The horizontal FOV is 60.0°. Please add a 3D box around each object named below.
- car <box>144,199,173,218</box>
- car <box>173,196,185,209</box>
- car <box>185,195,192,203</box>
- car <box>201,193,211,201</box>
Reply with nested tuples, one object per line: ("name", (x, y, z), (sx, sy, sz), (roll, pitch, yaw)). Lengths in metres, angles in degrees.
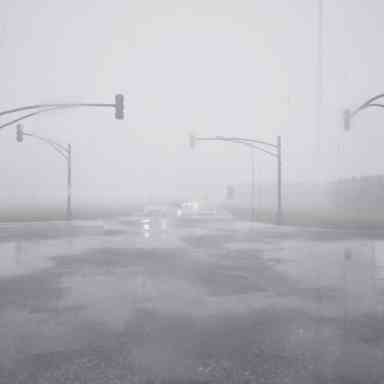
("car", (-3.072, 1.526, 29.939), (1.812, 1.442, 4.674), (0, 0, 2))
("car", (-2.406, 1.596, 46.172), (1.895, 1.301, 4.718), (0, 0, 3))
("car", (-0.972, 1.471, 68.215), (2.128, 1.511, 4.902), (0, 0, 4))
("car", (3.411, 1.191, 79.138), (2.150, 2.045, 5.566), (0, 0, 5))
